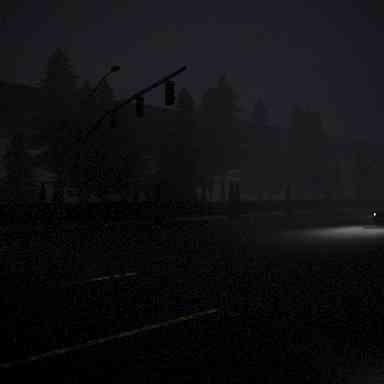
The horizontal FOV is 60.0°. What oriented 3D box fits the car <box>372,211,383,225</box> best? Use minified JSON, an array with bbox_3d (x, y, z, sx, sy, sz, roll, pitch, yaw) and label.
[{"bbox_3d":[14.289,1.583,22.733,4.718,1.301,1.895,0,0,-35],"label":"car"}]
